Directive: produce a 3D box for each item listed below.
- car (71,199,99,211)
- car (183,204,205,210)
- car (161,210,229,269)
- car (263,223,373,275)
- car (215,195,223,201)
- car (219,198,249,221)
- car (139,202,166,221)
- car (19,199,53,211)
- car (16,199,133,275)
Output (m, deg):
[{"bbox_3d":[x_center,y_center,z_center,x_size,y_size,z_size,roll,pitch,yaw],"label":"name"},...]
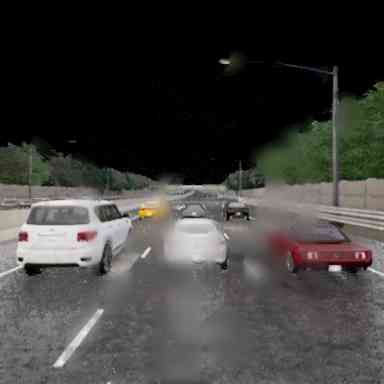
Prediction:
[{"bbox_3d":[-13.865,1.640,43.436,2.128,1.511,4.902,0,0,1],"label":"car"},{"bbox_3d":[0.183,1.658,27.734,1.994,1.385,4.181,0,0,0],"label":"car"},{"bbox_3d":[0.116,1.564,11.189,1.812,1.442,4.674,0,0,0],"label":"car"},{"bbox_3d":[3.614,1.637,10.589,1.895,1.301,4.718,0,0,0],"label":"car"},{"bbox_3d":[7.772,1.700,94.426,2.128,1.511,4.902,0,0,3],"label":"car"},{"bbox_3d":[3.689,1.575,28.662,1.882,1.535,5.008,0,0,0],"label":"car"},{"bbox_3d":[-3.311,1.575,28.682,1.882,1.535,5.008,0,0,0],"label":"car"},{"bbox_3d":[-20.835,1.699,44.705,2.033,1.411,5.357,0,0,1],"label":"car"},{"bbox_3d":[-3.386,1.259,10.720,2.150,2.045,5.566,0,0,0],"label":"car"}]
